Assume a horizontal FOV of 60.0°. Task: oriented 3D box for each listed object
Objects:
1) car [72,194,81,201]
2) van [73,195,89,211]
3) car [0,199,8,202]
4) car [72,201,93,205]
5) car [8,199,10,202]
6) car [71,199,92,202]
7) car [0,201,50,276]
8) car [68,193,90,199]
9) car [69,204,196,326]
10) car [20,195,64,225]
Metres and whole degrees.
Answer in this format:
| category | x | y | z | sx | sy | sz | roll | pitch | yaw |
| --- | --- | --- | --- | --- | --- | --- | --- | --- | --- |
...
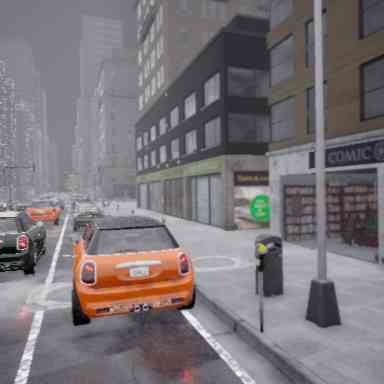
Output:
| category | x | y | z | sx | sy | sz | roll | pitch | yaw |
| --- | --- | --- | --- | --- | --- | --- | --- | --- | --- |
| car | -28.534 | 1.286 | 81.930 | 1.967 | 1.590 | 4.097 | -1 | 0 | -21 |
| van | -13.613 | 1.238 | 40.653 | 1.690 | 1.788 | 3.998 | -1 | 0 | -19 |
| car | -19.798 | 1.645 | 32.597 | 1.947 | 1.339 | 4.313 | -1 | 0 | -19 |
| car | -6.232 | 1.489 | 19.829 | 2.008 | 1.369 | 4.403 | -1 | 0 | -19 |
| car | -21.645 | 1.509 | 37.803 | 1.967 | 1.590 | 4.097 | -1 | 0 | -20 |
| car | -8.076 | 1.478 | 25.035 | 2.008 | 1.369 | 4.403 | -1 | 0 | -20 |
| car | -5.733 | 1.365 | 10.145 | 2.097 | 1.767 | 4.553 | -1 | 1 | -19 |
| car | -11.769 | 1.222 | 35.447 | 2.192 | 1.841 | 5.009 | -1 | 0 | -19 |
| car | -1.566 | 1.311 | 7.405 | 2.097 | 1.767 | 4.553 | -1 | 1 | -19 |
| car | -10.504 | 1.336 | 23.615 | 2.097 | 1.767 | 4.553 | -1 | 0 | -19 |
